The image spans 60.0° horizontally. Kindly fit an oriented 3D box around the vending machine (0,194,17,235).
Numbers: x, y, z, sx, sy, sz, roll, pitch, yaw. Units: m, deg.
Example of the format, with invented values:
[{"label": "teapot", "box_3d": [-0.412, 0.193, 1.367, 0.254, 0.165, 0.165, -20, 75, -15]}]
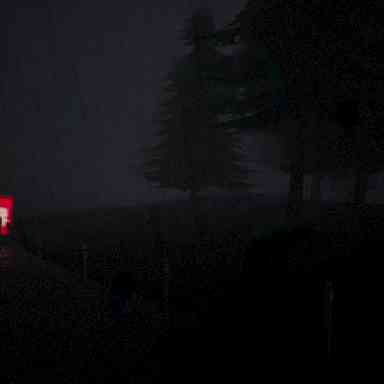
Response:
[{"label": "vending machine", "box_3d": [-10.311, 1.228, 18.160, 1.100, 2.100, 0.880, 7, 1, -31]}]
